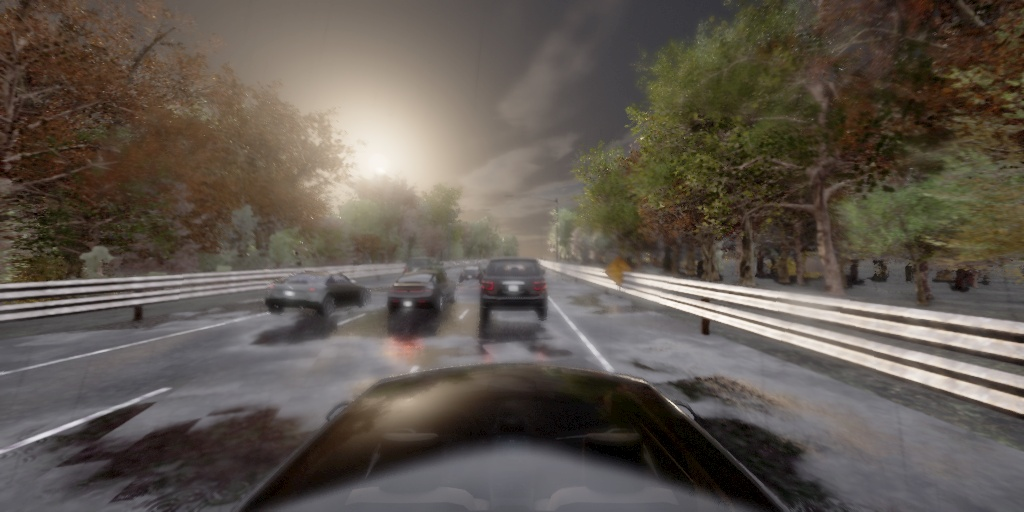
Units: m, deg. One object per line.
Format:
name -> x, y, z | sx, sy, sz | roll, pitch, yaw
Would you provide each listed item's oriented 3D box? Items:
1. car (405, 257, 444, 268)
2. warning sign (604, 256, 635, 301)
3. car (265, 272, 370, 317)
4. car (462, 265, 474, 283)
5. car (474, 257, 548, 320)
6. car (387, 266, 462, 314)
car -> -6.730, 1.122, 28.135 | 2.150, 2.045, 5.566 | 0, 0, 1
warning sign -> 4.619, 0.943, 15.334 | 1.300, 1.860, 1.060 | 0, 0, 1
car -> -6.928, 1.303, 13.325 | 1.994, 1.385, 4.181 | 2, -4, 3
car -> -3.181, 1.432, 29.917 | 1.812, 1.442, 4.674 | 0, 0, 2
car -> 0.088, 1.039, 13.118 | 2.150, 2.045, 5.566 | 0, 0, 1
car -> -3.392, 1.328, 14.245 | 1.837, 1.490, 4.892 | 0, 0, 1
